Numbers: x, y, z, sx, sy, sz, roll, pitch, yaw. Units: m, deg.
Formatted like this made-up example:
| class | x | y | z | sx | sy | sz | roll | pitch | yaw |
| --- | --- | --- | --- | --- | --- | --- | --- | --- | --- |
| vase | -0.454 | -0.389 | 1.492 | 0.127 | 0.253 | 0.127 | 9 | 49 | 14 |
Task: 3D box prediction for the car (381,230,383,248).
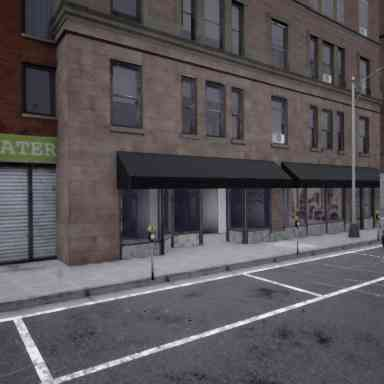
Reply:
| class | x | y | z | sx | sy | sz | roll | pitch | yaw |
| --- | --- | --- | --- | --- | --- | --- | --- | --- | --- |
| car | 9.185 | 1.540 | 13.088 | 4.507 | 1.381 | 1.887 | 0 | -1 | -35 |
